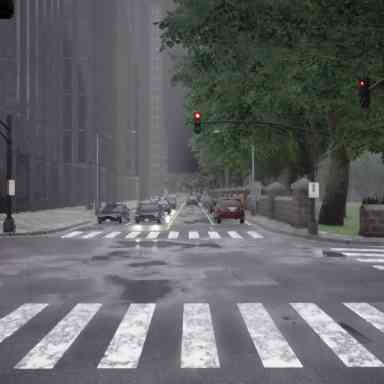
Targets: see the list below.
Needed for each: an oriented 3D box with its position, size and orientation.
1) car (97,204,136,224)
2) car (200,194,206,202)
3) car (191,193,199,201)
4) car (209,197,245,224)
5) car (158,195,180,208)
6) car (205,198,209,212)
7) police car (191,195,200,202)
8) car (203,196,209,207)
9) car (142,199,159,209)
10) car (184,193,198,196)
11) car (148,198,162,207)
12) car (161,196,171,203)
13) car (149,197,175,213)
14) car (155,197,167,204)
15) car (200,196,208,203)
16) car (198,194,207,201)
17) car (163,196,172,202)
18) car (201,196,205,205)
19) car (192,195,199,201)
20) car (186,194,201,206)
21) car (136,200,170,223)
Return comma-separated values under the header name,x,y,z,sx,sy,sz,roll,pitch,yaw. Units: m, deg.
name,x,y,z,sx,sy,sz,roll,pitch,yaw
car,-5.787,1.576,25.091,1.947,1.339,4.313,0,0,0
car,2.711,1.481,52.392,1.967,1.590,4.097,0,0,0
car,0.809,1.320,91.794,2.150,2.045,5.566,0,0,0
car,2.739,1.326,25.109,2.192,1.841,5.009,0,0,0
car,-3.135,1.524,45.514,2.128,1.511,4.902,0,0,0
car,2.727,1.588,36.022,1.947,1.339,4.313,0,0,0
police car,0.825,1.495,75.873,1.930,1.638,5.238,0,0,0
car,2.722,1.579,41.478,2.008,1.369,4.403,0,0,0
car,-5.809,1.616,46.919,1.802,1.307,4.206,0,0,0
car,0.025,1.407,65.015,2.097,1.767,4.553,0,0,0
car,-5.814,1.622,52.376,1.802,1.307,4.206,0,0,0
car,-5.836,1.611,74.204,1.887,1.381,4.507,0,0,0
car,-3.121,1.547,35.247,1.812,1.442,4.674,0,0,0
car,-5.825,1.635,63.291,1.802,1.307,4.206,0,0,0
car,2.688,1.592,74.387,1.752,1.417,4.829,0,0,0
car,2.677,1.399,85.131,2.192,1.841,5.009,0,0,0
car,-5.842,1.620,79.662,1.887,1.381,4.507,0,0,0
car,2.716,1.585,46.935,2.008,1.369,4.403,0,0,0
car,0.814,1.591,85.763,1.837,1.490,4.892,0,0,0
car,0.045,1.569,55.252,1.812,1.442,4.674,0,0,0
car,-3.126,1.559,25.610,2.033,1.411,5.357,0,0,0
